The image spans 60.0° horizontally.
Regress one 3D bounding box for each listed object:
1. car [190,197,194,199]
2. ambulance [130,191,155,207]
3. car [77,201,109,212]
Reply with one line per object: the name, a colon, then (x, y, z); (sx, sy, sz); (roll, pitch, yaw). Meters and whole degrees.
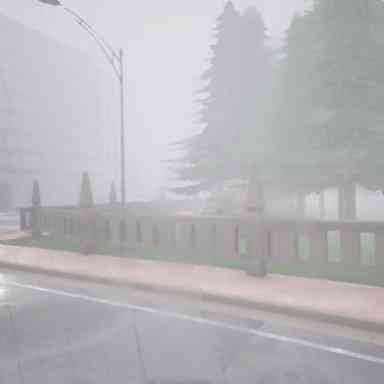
car: (0.384, 1.516, 57.346); (1.994, 1.385, 4.181); (-1, 0, 29)
ambulance: (-6.964, 1.093, 51.113); (2.351, 2.431, 6.366); (-1, 0, 28)
car: (-10.621, 1.687, 37.181); (2.033, 1.411, 5.357); (-1, 0, 28)
